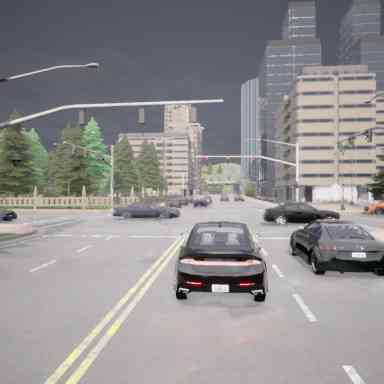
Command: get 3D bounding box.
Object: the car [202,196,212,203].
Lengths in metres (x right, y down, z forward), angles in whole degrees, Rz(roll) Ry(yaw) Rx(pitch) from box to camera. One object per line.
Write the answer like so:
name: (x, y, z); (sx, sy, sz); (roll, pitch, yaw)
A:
car: (3.170, 1.505, 68.475); (1.837, 1.490, 4.892); (0, 0, 6)

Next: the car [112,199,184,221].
car: (-3.672, 1.548, 26.992); (5.357, 1.411, 2.033); (0, 0, 5)

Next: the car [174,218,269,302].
car: (0.702, 1.492, 8.303); (2.128, 1.511, 4.902); (0, 0, 5)

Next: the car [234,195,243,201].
car: (11.821, 1.537, 85.420); (2.033, 1.411, 5.357); (0, 0, 5)

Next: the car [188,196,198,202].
car: (0.314, 1.595, 75.337); (1.895, 1.301, 4.718); (0, 0, 5)

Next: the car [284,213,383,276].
car: (4.393, 1.564, 10.413); (1.994, 1.385, 4.181); (0, 0, 5)

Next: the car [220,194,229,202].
car: (7.544, 1.549, 77.419); (1.994, 1.385, 4.181); (0, 0, 5)

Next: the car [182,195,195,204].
car: (-0.675, 1.478, 65.398); (1.882, 1.535, 5.008); (0, 0, 6)

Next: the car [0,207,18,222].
car: (-15.230, 1.564, 24.570); (4.181, 1.385, 1.994); (0, 0, 5)

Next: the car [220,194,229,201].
car: (8.334, 1.353, 85.722); (2.097, 1.767, 4.553); (0, 0, 5)

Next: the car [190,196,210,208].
car: (1.255, 1.601, 49.309); (1.895, 1.301, 4.718); (0, 0, 5)

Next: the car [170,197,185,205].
car: (-2.527, 1.564, 46.515); (1.994, 1.385, 4.181); (0, 0, 5)

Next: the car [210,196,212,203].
car: (2.142, 1.601, 58.430); (1.895, 1.301, 4.718); (0, 0, 6)

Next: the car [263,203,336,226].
car: (7.327, 1.477, 22.438); (5.008, 1.535, 1.882); (0, 0, 5)

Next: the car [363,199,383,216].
car: (19.151, 1.352, 32.135); (4.553, 1.767, 2.097); (0, 0, 7)

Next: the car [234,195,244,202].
car: (10.935, 1.591, 76.114); (1.895, 1.301, 4.718); (0, 0, 5)

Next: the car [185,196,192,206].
car: (-1.644, 1.547, 55.715); (2.033, 1.411, 5.357); (0, 0, 6)
